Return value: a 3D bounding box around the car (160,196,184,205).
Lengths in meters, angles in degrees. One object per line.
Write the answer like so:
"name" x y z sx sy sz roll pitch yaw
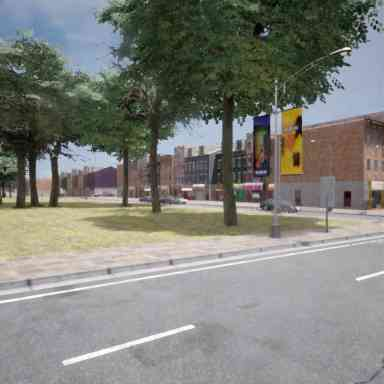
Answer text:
"car" -3.922 1.382 55.045 1.837 1.490 4.892 1 -1 -35

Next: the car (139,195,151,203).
"car" -8.733 1.400 66.638 2.033 1.411 5.357 1 0 -35

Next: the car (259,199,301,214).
"car" 9.525 1.530 36.090 2.128 1.511 4.902 1 0 -35

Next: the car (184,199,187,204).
"car" -2.863 1.487 58.485 1.895 1.301 4.718 1 0 -35
